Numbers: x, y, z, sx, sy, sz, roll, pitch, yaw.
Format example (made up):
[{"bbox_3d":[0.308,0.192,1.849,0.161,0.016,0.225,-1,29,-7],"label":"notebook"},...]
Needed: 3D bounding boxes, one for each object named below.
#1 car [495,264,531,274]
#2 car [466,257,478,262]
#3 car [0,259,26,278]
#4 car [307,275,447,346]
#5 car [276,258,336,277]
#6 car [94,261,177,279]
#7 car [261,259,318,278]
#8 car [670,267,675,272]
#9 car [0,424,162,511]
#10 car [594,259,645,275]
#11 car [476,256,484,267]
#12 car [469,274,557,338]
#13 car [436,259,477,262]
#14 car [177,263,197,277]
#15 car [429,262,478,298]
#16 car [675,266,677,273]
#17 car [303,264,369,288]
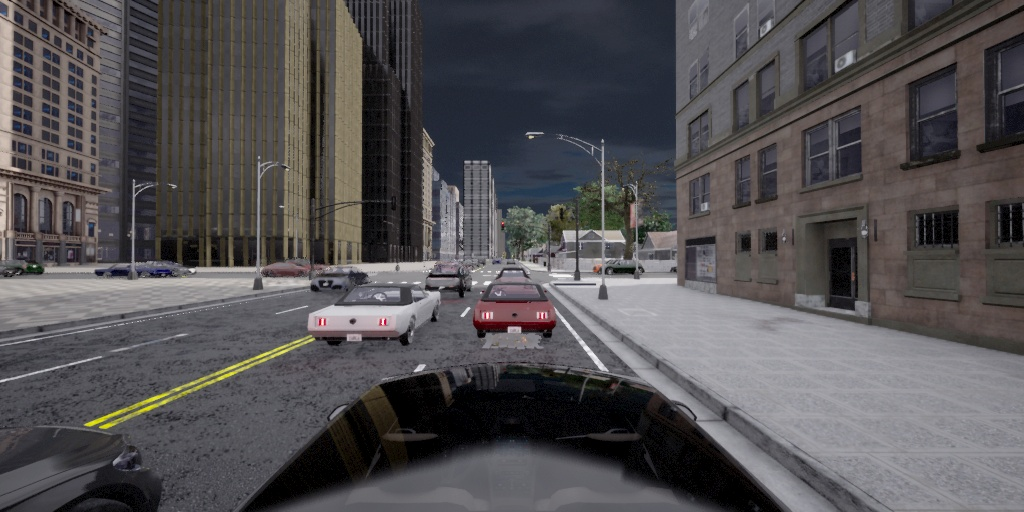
[{"bbox_3d":[0.055,1.316,18.904,1.994,1.385,4.181,0,0,0],"label":"car"},{"bbox_3d":[-6.717,1.258,54.417,1.837,1.490,4.892,0,0,0],"label":"car"},{"bbox_3d":[-47.729,1.240,32.117,4.892,1.490,1.837,0,-1,-7],"label":"car"},{"bbox_3d":[-3.173,1.352,9.428,1.895,1.301,4.718,0,0,0],"label":"car"},{"bbox_3d":[-19.684,1.093,34.497,4.553,1.767,2.097,0,-1,-6],"label":"car"},{"bbox_3d":[-31.918,1.308,30.390,4.718,1.301,1.895,0,-1,-5],"label":"car"},{"bbox_3d":[-18.998,1.231,30.925,4.674,1.442,1.812,0,-1,2],"label":"car"},{"bbox_3d":[21.115,1.353,41.158,5.357,1.411,2.033,0,-1,0],"label":"car"},{"bbox_3d":[-3.143,1.275,0.286,1.812,1.442,4.674,0,0,0],"label":"car"},{"bbox_3d":[11.519,1.124,37.947,4.553,1.767,2.097,0,-1,0],"label":"car"},{"bbox_3d":[-6.715,1.258,64.556,1.837,1.490,4.892,0,0,0],"label":"car"},{"bbox_3d":[0.061,1.351,10.147,1.895,1.301,4.718,0,0,0],"label":"car"},{"bbox_3d":[-6.409,1.324,39.823,1.994,1.385,4.181,1,0,43],"label":"car"},{"bbox_3d":[-32.511,1.232,33.597,4.902,1.511,2.128,0,-1,-5],"label":"car"},{"bbox_3d":[-3.192,1.243,18.682,2.128,1.511,4.902,0,0,0],"label":"car"},{"bbox_3d":[20.476,1.264,37.910,4.902,1.511,2.128,0,-1,0],"label":"car"},{"bbox_3d":[-9.919,1.316,21.018,1.994,1.385,4.181,0,0,-1],"label":"car"}]
